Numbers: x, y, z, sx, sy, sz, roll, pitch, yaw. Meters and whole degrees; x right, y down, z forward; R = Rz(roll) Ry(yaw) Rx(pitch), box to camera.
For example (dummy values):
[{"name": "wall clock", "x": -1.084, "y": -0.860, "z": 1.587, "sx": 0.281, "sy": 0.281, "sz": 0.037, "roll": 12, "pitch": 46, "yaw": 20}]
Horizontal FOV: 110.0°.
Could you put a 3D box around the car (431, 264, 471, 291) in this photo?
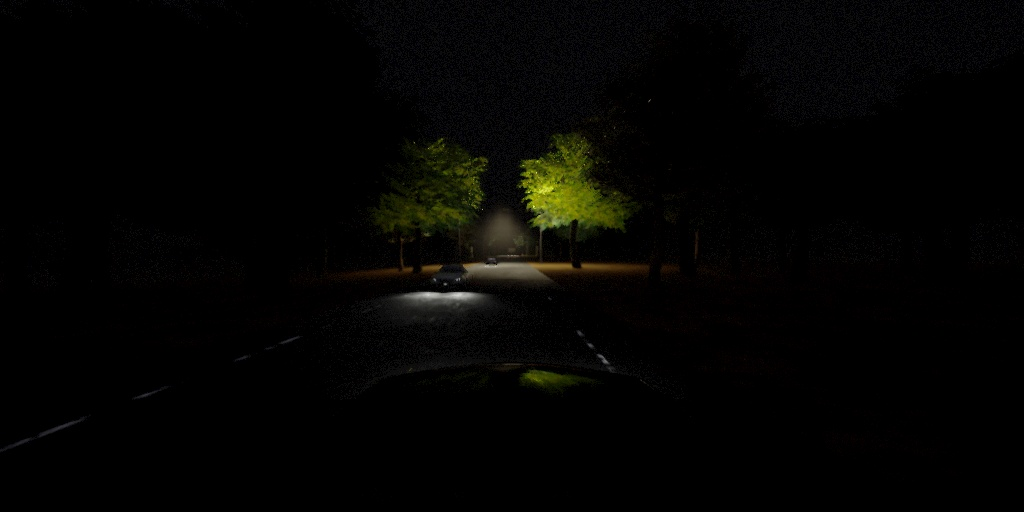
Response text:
[{"name": "car", "x": -3.586, "y": 1.237, "z": 21.631, "sx": 1.812, "sy": 1.442, "sz": 4.674, "roll": 0, "pitch": 0, "yaw": 0}]

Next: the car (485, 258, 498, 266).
[{"name": "car", "x": -3.523, "y": 0.990, "z": 62.676, "sx": 1.994, "sy": 1.385, "sz": 4.181, "roll": 0, "pitch": 1, "yaw": 0}]
